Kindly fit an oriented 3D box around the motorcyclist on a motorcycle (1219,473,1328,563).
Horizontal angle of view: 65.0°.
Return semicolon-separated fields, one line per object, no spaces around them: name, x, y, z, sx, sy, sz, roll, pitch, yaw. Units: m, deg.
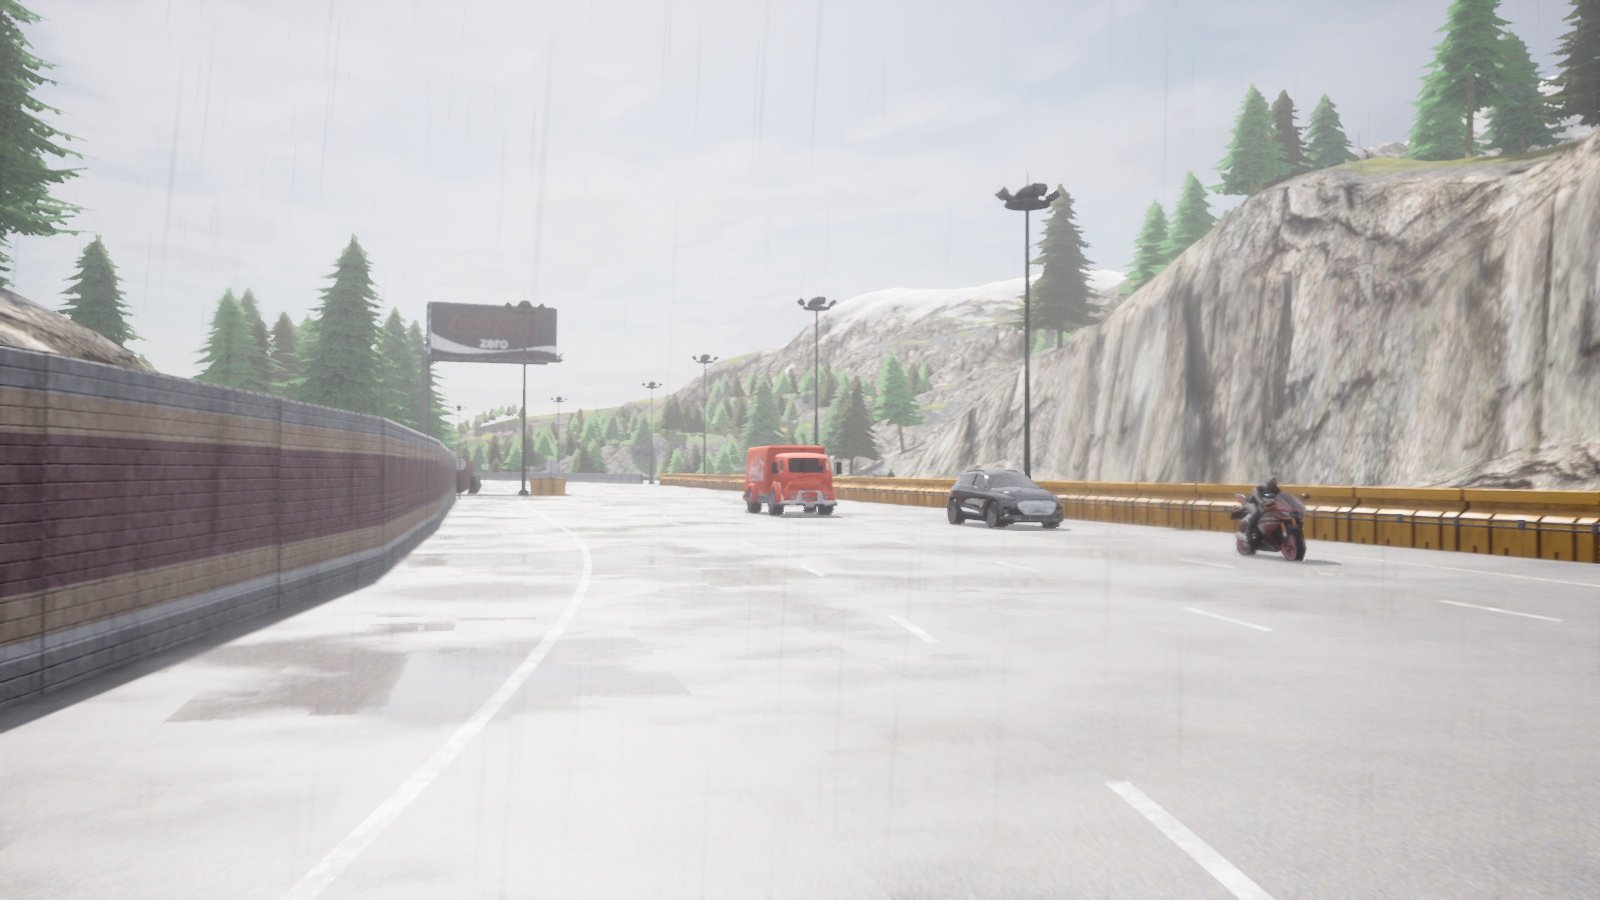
motorcyclist on a motorcycle;8.566;1.194;22.837;0.866;1.530;2.191;0;-1;-10

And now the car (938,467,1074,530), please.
car;5.763;1.318;35.800;2.033;1.649;4.856;0;-1;-15

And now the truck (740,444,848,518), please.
truck;-0.302;1.084;45.099;2.627;2.467;5.204;0;-1;-15
